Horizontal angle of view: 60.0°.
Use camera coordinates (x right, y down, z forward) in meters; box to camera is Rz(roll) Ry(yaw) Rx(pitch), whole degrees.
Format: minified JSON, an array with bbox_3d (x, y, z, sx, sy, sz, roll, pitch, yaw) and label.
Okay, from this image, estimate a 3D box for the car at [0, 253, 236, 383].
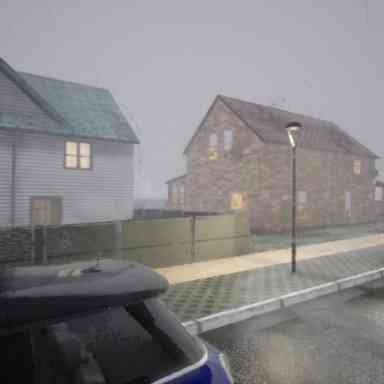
[{"bbox_3d":[-1.867,1.352,1.697,4.553,1.767,2.097,0,0,-35],"label":"car"}]
